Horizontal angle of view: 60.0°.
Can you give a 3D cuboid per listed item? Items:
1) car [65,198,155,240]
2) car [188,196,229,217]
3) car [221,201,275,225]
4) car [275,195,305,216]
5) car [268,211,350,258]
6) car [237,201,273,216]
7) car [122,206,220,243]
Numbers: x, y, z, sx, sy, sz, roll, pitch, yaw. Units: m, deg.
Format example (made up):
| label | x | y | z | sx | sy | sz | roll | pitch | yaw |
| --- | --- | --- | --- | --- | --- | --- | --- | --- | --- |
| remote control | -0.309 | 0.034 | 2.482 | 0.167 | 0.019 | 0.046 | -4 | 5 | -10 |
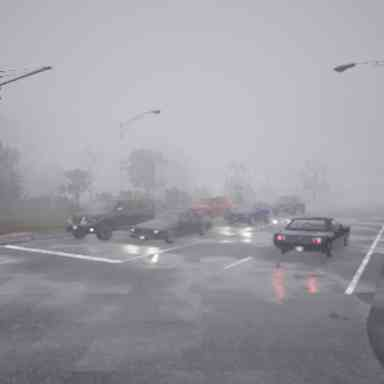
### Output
| label | x | y | z | sx | sy | sz | roll | pitch | yaw |
| --- | --- | --- | --- | --- | --- | --- | --- | --- | --- |
| car | -4.199 | 1.369 | 18.430 | 2.150 | 2.045 | 5.566 | -1 | 0 | 32 |
| car | 1.277 | 1.374 | 27.108 | 2.150 | 2.045 | 5.566 | -1 | 0 | 32 |
| car | 4.401 | 1.594 | 25.493 | 1.882 | 1.535 | 5.008 | -1 | 0 | 32 |
| car | 10.120 | 1.344 | 34.545 | 2.150 | 2.045 | 5.566 | -1 | 0 | 32 |
| car | 4.905 | 1.638 | 13.157 | 1.895 | 1.301 | 4.718 | -1 | 0 | 34 |
| car | 6.964 | 1.707 | 36.097 | 2.033 | 1.411 | 5.357 | -1 | 0 | 32 |
| car | -0.836 | 1.658 | 17.196 | 2.033 | 1.411 | 5.357 | -1 | 0 | 32 |
